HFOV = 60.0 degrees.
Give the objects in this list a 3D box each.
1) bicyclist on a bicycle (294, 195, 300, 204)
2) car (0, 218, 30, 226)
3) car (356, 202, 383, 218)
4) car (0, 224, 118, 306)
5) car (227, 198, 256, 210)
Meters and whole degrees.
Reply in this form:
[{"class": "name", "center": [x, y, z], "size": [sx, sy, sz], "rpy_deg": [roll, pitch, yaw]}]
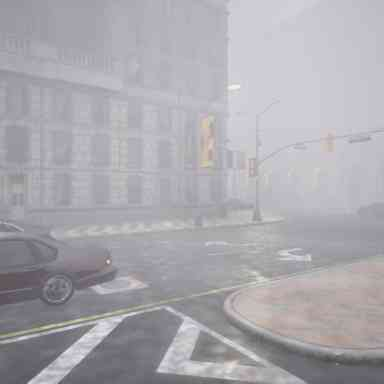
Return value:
[{"class": "bicyclist on a bicycle", "center": [17.991, 1.300, 57.149], "size": [1.656, 1.620, 0.582], "rpy_deg": [0, 0, -35]}, {"class": "car", "center": [-6.425, 1.488, 9.298], "size": [4.902, 1.511, 2.128], "rpy_deg": [0, 0, -36]}, {"class": "car", "center": [16.580, 1.547, 27.650], "size": [2.033, 1.411, 5.357], "rpy_deg": [0, 0, -35]}, {"class": "car", "center": [-4.235, 1.547, 6.515], "size": [5.357, 1.411, 2.033], "rpy_deg": [0, 0, -34]}, {"class": "car", "center": [5.782, 1.547, 43.221], "size": [2.033, 1.411, 5.357], "rpy_deg": [0, 0, -35]}]
